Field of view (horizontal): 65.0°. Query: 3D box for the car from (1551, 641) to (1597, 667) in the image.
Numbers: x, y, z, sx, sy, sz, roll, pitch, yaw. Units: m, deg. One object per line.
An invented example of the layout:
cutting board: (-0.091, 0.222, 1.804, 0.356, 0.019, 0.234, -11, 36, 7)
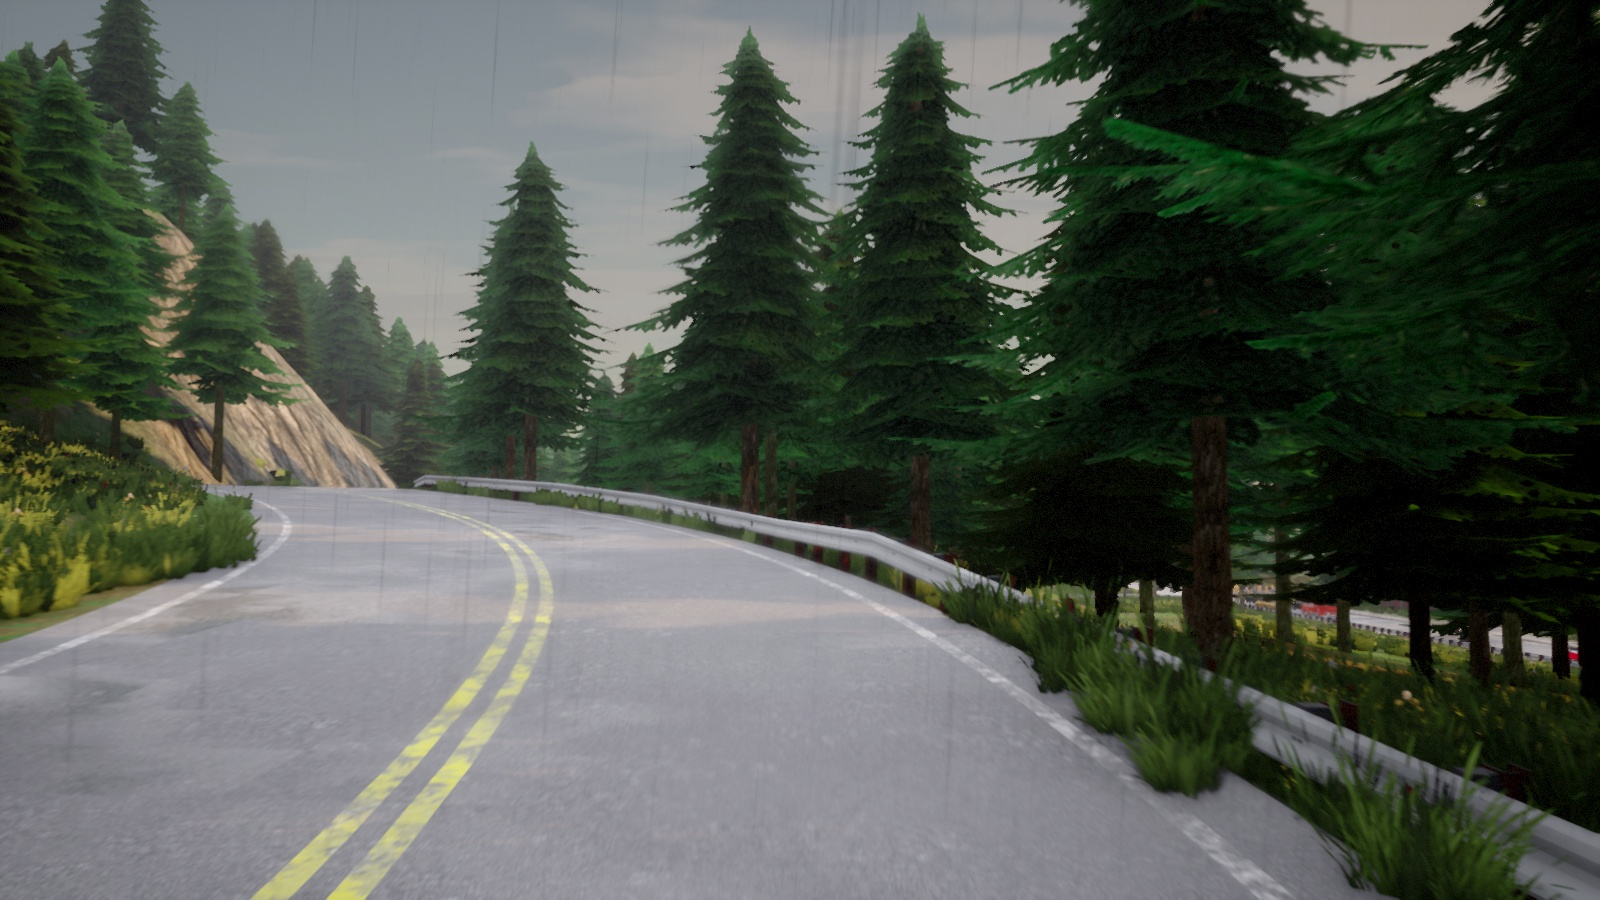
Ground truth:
car: (47.414, 12.510, 76.939, 1.481, 1.376, 2.207, 0, -5, 4)
